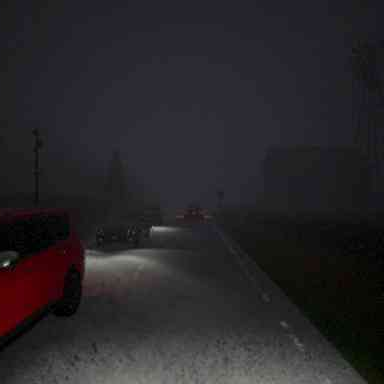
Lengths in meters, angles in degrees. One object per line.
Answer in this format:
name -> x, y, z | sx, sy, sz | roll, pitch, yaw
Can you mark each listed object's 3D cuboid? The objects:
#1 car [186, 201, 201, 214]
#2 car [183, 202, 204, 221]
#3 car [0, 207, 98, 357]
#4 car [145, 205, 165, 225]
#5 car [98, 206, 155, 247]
car -> 0.194, 2.006, 44.191 | 1.812, 1.442, 4.674 | 0, 0, 0
car -> 0.162, 1.886, 31.039 | 2.033, 1.411, 5.357 | 0, -1, 0
car -> -3.294, 1.276, 4.759 | 2.150, 2.045, 5.566 | 0, -1, 0
car -> -3.190, 1.794, 26.650 | 1.837, 1.490, 4.892 | 0, -1, 1
car -> -3.201, 1.654, 16.294 | 1.882, 1.535, 5.008 | 0, -1, 1
